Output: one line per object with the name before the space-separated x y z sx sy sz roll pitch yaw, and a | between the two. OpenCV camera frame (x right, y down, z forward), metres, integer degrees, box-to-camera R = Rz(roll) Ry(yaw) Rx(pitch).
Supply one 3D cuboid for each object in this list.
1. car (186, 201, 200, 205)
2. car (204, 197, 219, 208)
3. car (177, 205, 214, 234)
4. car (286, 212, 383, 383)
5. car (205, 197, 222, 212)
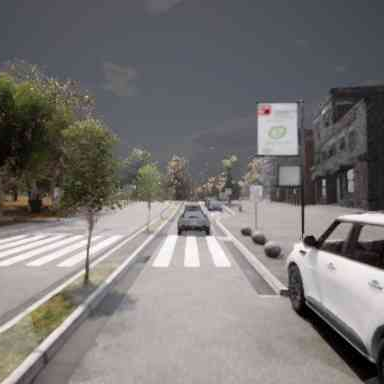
car | 0.103 1.827 37.357 1.837 1.490 4.892 0 0 0
car | 2.928 1.577 51.342 2.128 1.511 4.902 0 1 0
car | 0.101 1.779 21.013 1.994 1.385 4.181 0 -1 0
car | 3.050 1.282 4.712 2.435 2.045 5.566 0 -1 0
car | 2.928 1.776 43.545 2.033 1.411 5.357 0 1 0
